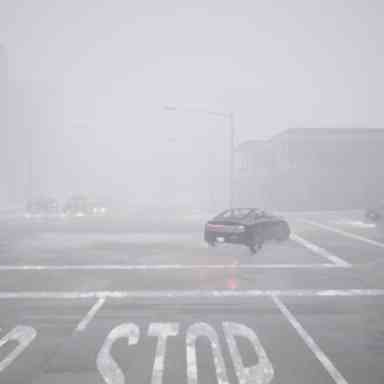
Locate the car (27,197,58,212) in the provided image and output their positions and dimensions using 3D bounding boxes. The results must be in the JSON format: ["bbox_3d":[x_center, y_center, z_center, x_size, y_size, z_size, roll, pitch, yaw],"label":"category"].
[{"bbox_3d":[-15.204,1.259,34.196,2.128,1.511,4.902,0,0,-3],"label":"car"}]

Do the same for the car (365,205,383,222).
[{"bbox_3d":[12.584,1.124,19.717,4.181,1.385,1.994,-1,1,-4],"label":"car"}]

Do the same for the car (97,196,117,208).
[{"bbox_3d":[-12.228,1.330,45.774,2.128,1.511,4.902,0,0,-3],"label":"car"}]

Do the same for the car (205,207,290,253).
[{"bbox_3d":[2.357,1.368,13.327,2.128,1.511,4.902,-1,0,34],"label":"car"}]

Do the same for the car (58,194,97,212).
[{"bbox_3d":[-11.705,1.118,34.339,2.097,1.767,4.553,0,0,-3],"label":"car"}]

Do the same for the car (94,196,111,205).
[{"bbox_3d":[-16.377,1.513,61.116,1.882,1.535,5.008,0,-1,-2],"label":"car"}]

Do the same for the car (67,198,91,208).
[{"bbox_3d":[-15.759,1.453,46.462,1.895,1.301,4.718,0,-1,-2],"label":"car"}]

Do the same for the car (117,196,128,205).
[{"bbox_3d":[-12.830,1.548,60.374,1.812,1.442,4.674,0,0,-2],"label":"car"}]
